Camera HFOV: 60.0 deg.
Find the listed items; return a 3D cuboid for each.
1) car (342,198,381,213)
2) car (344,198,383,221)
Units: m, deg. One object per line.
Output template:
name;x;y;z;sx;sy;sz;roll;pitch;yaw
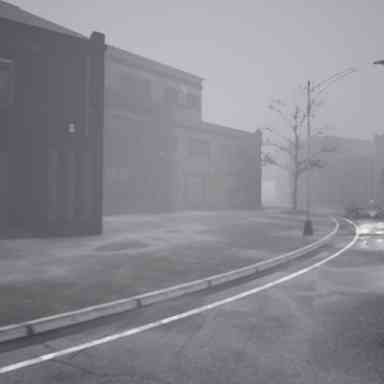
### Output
car;18.330;1.406;36.204;1.812;1.442;4.674;1;0;0
car;13.603;1.392;26.546;2.128;1.511;4.902;0;0;12
